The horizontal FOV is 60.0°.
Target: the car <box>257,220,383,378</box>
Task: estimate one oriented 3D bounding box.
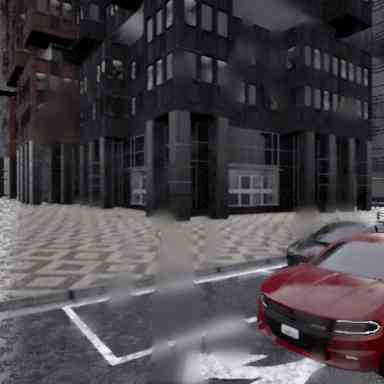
[{"bbox_3d":[3.251,1.475,5.631,5.008,1.535,1.882,0,0,-36],"label":"car"}]

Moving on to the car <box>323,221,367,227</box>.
[{"bbox_3d":[4.710,1.560,9.908,4.313,1.339,1.947,0,0,-35],"label":"car"}]
